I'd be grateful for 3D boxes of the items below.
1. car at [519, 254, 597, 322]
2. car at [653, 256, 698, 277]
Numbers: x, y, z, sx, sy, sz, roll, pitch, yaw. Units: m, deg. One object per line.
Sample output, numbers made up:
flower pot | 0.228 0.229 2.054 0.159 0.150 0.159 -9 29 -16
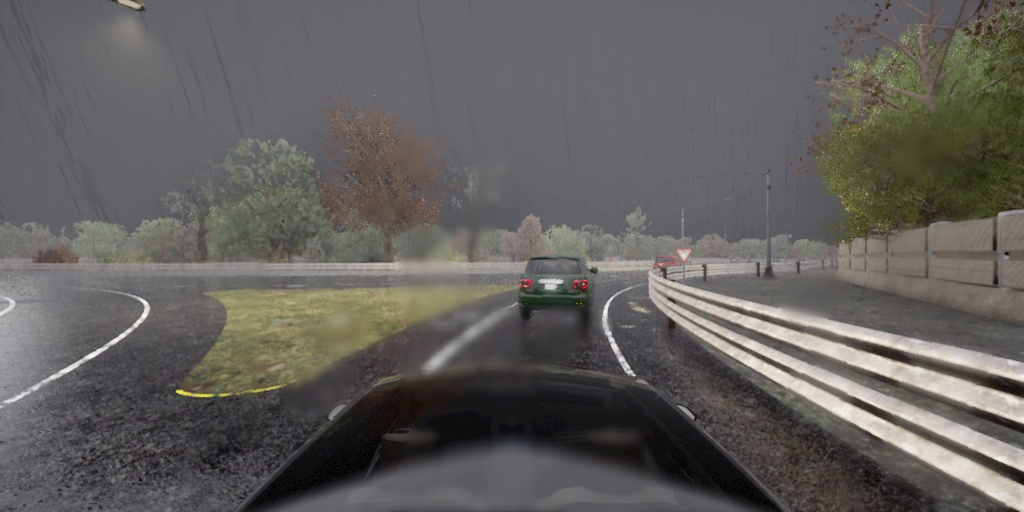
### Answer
car | 1.767 0.983 12.661 2.150 2.045 5.566 0 0 14
car | 15.896 1.018 34.834 5.566 2.045 2.150 0 -1 -39
